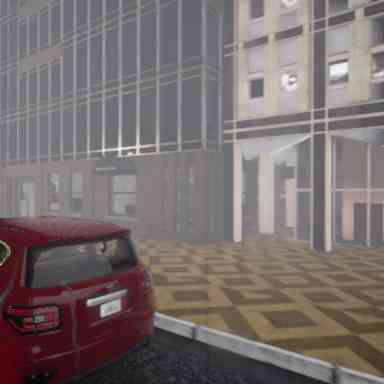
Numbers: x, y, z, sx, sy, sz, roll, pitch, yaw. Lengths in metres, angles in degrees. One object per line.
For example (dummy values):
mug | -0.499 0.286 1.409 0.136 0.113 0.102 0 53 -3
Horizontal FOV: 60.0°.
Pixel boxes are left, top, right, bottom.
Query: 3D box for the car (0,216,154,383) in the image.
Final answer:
car | -2.797 1.278 4.875 5.009 1.841 2.192 1 0 36
